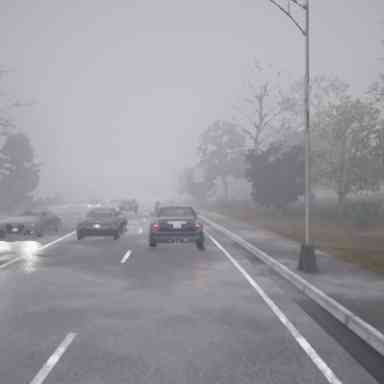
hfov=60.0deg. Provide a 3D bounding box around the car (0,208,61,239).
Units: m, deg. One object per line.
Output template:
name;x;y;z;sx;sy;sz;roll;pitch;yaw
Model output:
car;-8.141;1.494;16.917;1.994;1.385;4.181;0;0;-6

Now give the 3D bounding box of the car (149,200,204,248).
car;-0.739;1.290;14.618;2.097;1.767;4.553;0;0;-5

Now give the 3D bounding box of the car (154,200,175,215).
car;-2.768;1.462;32.908;1.895;1.301;4.718;0;0;-7

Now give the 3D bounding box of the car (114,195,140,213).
car;-6.490;1.347;34.337;2.128;1.511;4.902;0;0;-7

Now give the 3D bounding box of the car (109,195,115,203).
car;-13.424;1.308;58.854;1.882;1.535;5.008;0;0;-7

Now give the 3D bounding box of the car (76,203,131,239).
car;-4.453;1.493;16.923;1.994;1.385;4.181;0;0;-5

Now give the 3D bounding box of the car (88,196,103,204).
car;-16.889;1.433;58.339;1.895;1.301;4.718;0;0;-7
